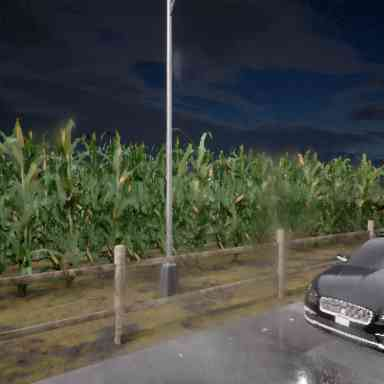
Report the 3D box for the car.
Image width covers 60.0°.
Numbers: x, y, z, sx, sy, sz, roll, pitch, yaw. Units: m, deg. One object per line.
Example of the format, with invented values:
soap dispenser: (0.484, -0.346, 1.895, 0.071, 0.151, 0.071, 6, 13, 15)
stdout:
car: (4.021, 1.505, 5.934, 4.892, 1.490, 1.837, 0, 0, -35)
